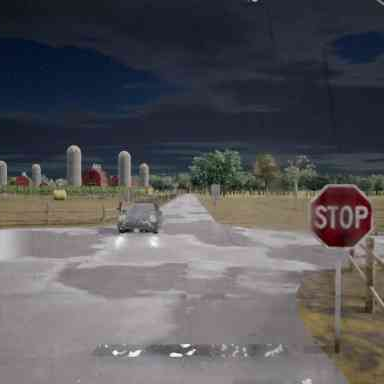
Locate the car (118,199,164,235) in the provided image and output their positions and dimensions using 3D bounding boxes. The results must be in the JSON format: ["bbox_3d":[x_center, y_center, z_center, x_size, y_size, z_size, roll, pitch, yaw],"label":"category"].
[{"bbox_3d":[-2.799,1.347,18.995,2.097,1.767,4.553,1,0,0],"label":"car"}]
